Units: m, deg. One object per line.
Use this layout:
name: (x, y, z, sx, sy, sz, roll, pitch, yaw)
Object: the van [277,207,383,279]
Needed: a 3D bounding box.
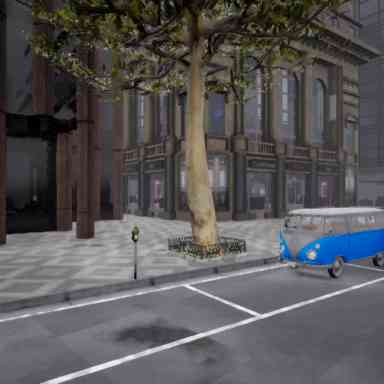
van: (4.275, 1.347, 9.816, 3.998, 1.788, 1.690, 0, 0, -36)
